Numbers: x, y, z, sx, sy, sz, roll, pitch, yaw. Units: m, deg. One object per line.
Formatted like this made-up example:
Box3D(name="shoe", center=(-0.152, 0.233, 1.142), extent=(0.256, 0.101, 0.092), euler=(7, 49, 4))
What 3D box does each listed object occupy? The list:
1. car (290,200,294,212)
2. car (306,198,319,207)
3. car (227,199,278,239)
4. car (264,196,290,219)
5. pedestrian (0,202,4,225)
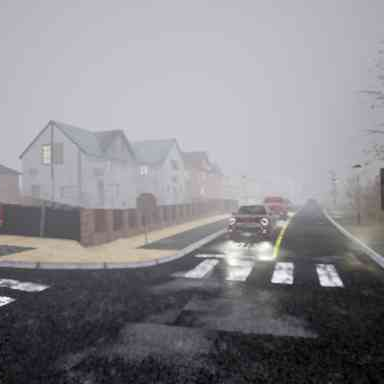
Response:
Box3D(name="car", center=(11.830, 1.626, 42.643), extent=(2.097, 1.767, 4.553), euler=(-1, -1, 21))
Box3D(name="car", center=(20.611, 1.825, 56.998), extent=(1.882, 1.535, 5.008), euler=(-1, -1, 23))
Box3D(name="car", center=(3.308, 1.447, 18.022), extent=(2.097, 1.767, 4.553), euler=(-1, -1, 18))
Box3D(name="car", center=(7.720, 1.404, 31.357), extent=(2.150, 2.045, 5.566), euler=(-1, -1, 19))
Box3D(name="pedestrian", center=(-6.347, 0.941, 10.684), extent=(0.375, 1.860, 0.375), euler=(-1, -3, 15))
